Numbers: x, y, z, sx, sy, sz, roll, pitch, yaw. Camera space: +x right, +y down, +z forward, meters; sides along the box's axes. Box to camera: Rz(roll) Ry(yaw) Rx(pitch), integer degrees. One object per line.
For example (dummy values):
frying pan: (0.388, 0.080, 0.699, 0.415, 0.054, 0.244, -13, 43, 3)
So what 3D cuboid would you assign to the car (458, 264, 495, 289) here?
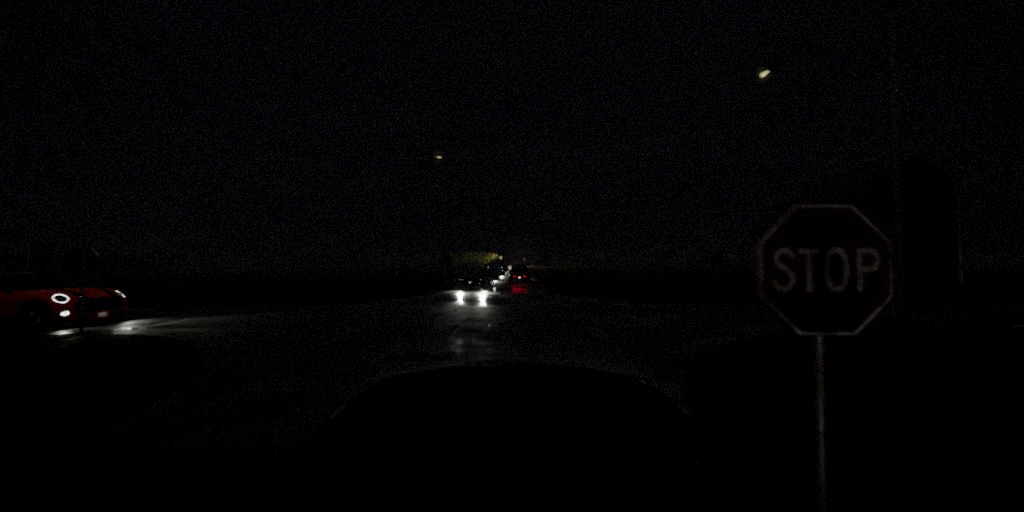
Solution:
car: (-2.532, 1.495, 25.313, 1.837, 1.490, 4.892, 0, -1, 3)

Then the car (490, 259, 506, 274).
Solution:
car: (-2.015, 1.427, 46.960, 2.150, 2.045, 5.566, 0, -1, 2)

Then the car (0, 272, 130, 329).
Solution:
car: (-15.262, 1.297, 11.517, 4.553, 1.767, 2.097, -1, -2, 2)

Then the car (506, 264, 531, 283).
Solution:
car: (0.663, 1.556, 32.299, 1.837, 1.490, 4.892, 0, -1, 1)

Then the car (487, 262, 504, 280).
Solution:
car: (-2.198, 1.651, 36.690, 2.033, 1.411, 5.357, 0, -1, 1)
